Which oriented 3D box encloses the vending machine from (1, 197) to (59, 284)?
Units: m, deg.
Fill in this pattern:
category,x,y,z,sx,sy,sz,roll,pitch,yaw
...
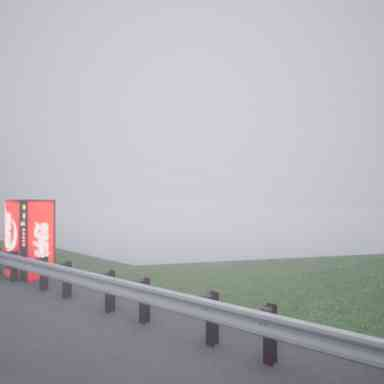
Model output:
category,x,y,z,sx,sy,sz,roll,pitch,yaw
vending machine,-4.296,1.193,8.838,0.880,2.100,1.100,0,0,36
